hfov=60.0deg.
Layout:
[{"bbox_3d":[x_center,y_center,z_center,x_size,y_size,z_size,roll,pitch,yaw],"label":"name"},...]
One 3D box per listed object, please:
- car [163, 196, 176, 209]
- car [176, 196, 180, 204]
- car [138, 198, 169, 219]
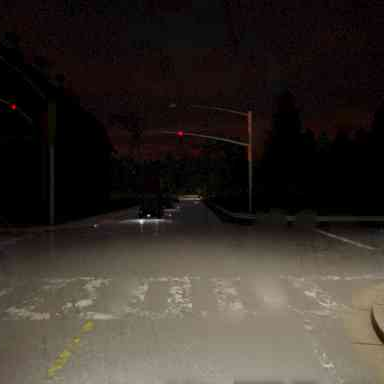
[{"bbox_3d":[-3.512,1.499,44.183,1.837,1.490,4.892,0,2,0],"label":"car"},{"bbox_3d":[-3.378,1.526,65.040,1.812,1.442,4.674,0,0,0],"label":"car"},{"bbox_3d":[-3.542,1.547,29.874,2.033,1.411,5.357,0,0,0],"label":"car"}]
